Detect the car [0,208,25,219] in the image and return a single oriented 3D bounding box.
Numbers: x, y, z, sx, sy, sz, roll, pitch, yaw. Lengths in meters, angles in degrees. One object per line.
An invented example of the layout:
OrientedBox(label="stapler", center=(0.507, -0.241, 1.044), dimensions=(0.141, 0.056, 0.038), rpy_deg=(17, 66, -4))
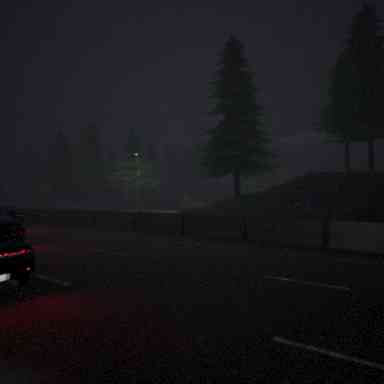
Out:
OrientedBox(label="car", center=(-9.299, 1.602, 14.926), dimensions=(4.674, 1.442, 1.812), rpy_deg=(0, 0, 36))

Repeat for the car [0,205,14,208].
OrientedBox(label="car", center=(-12.845, 1.635, 21.755), dimensions=(4.892, 1.490, 1.837), rpy_deg=(0, 0, 35))

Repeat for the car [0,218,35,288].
OrientedBox(label="car", center=(-5.778, 1.522, 8.115), dimensions=(4.902, 1.511, 2.128), rpy_deg=(0, 0, 36))
